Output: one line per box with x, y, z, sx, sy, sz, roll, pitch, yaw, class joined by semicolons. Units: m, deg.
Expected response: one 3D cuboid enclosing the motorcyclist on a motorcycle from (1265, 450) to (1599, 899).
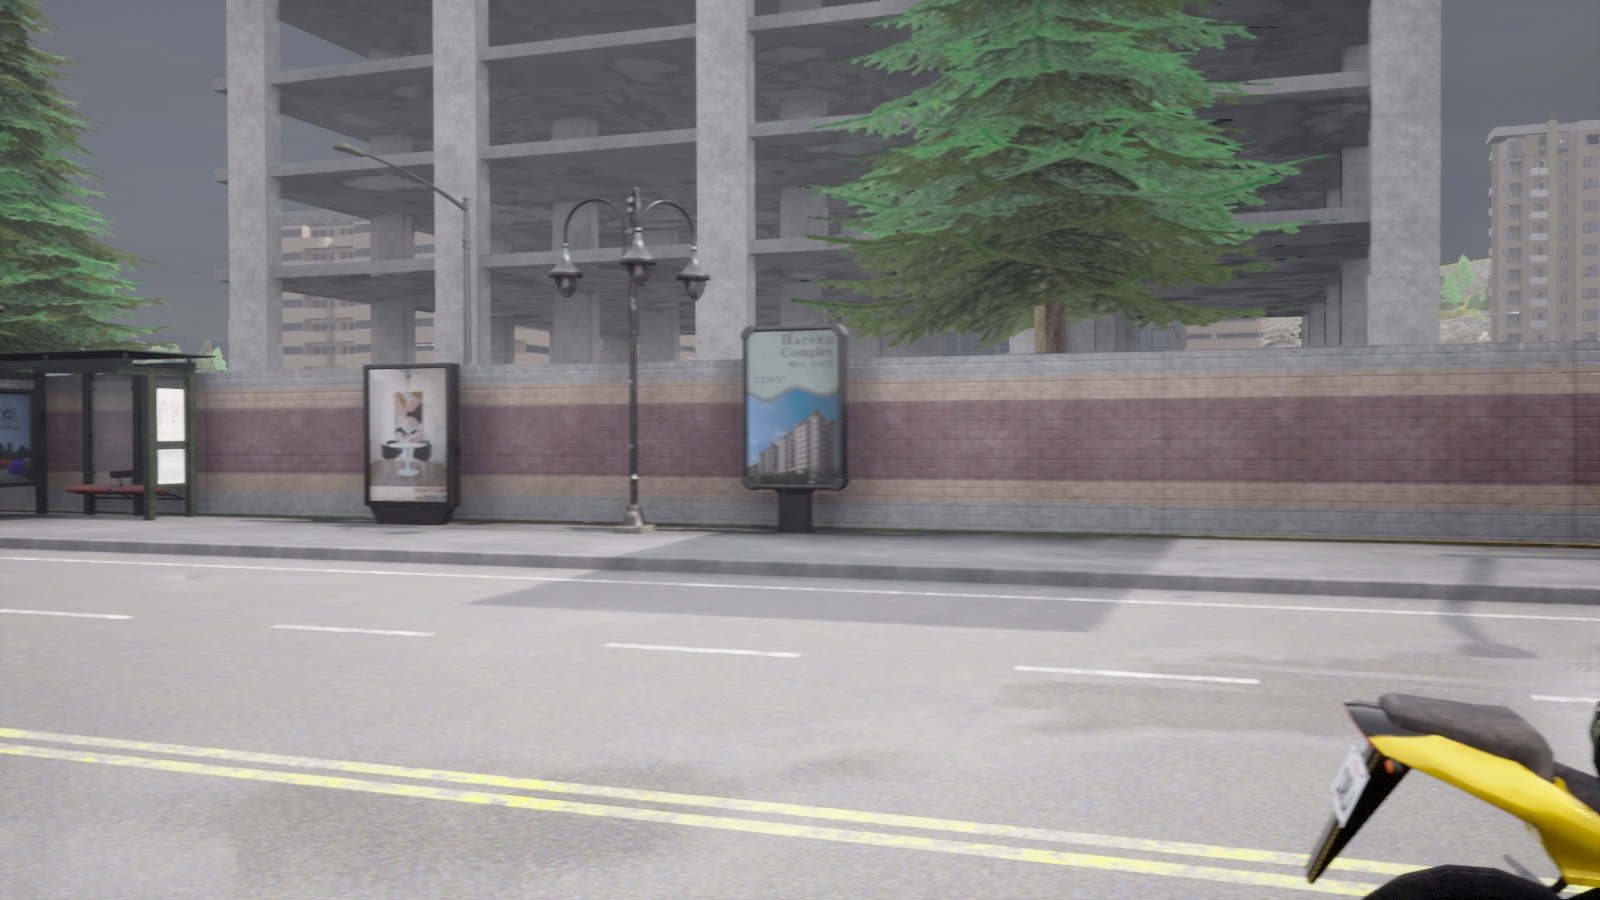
2.035;0.776;2.508;2.044;1.523;0.797;1;1;19;motorcyclist on a motorcycle
